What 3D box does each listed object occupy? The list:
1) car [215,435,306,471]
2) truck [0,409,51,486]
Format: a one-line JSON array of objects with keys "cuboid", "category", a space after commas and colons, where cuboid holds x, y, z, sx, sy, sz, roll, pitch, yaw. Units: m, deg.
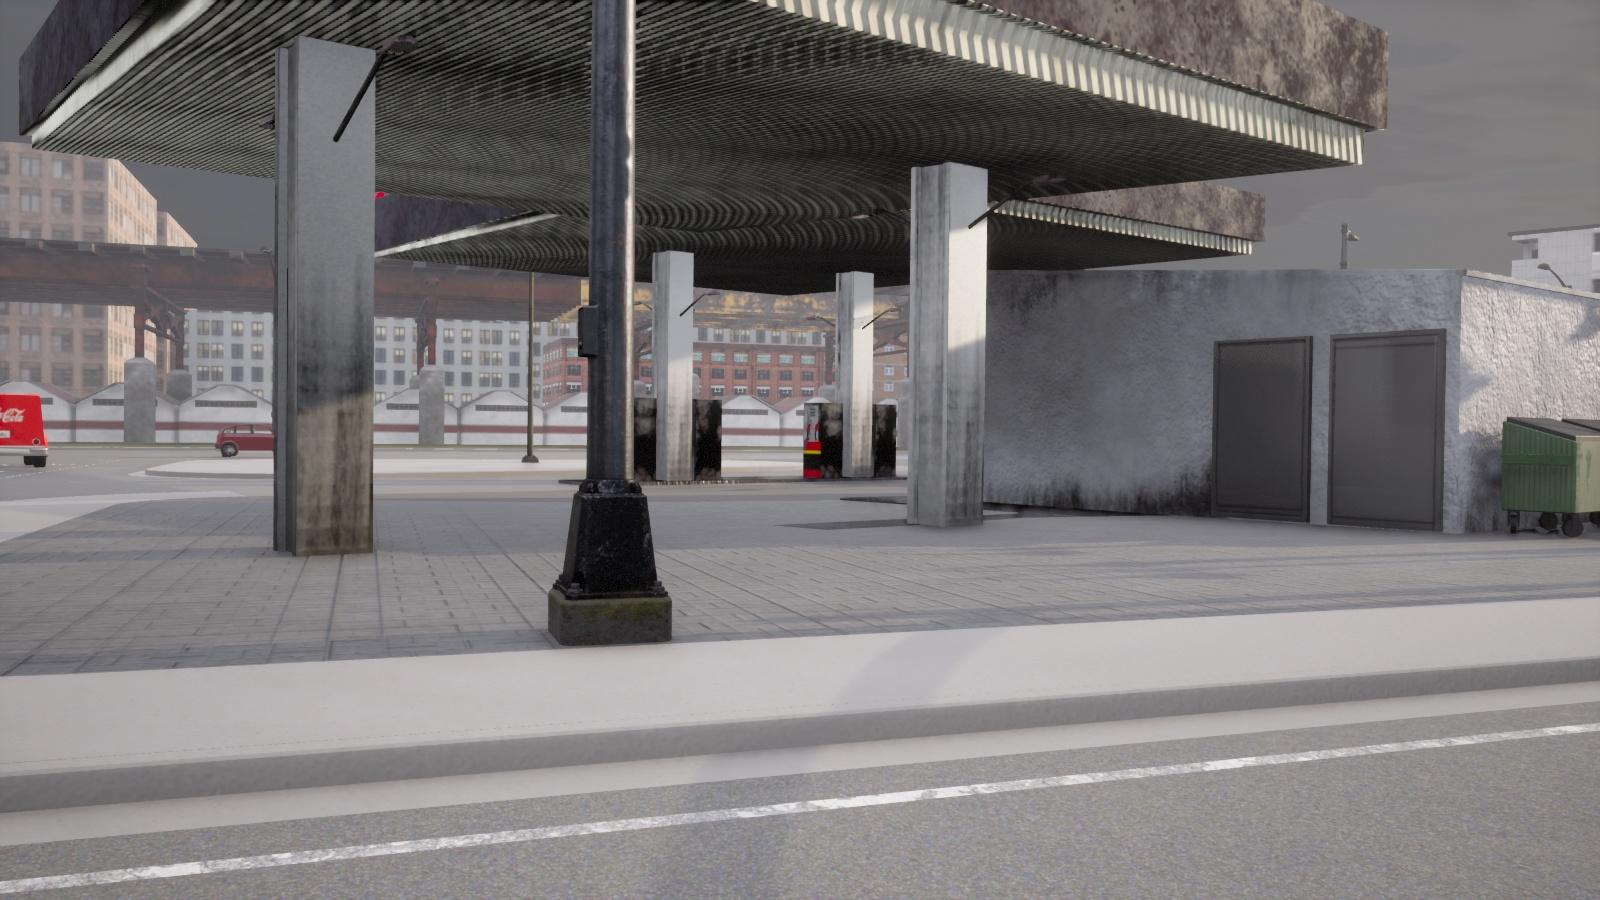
[{"cuboid": [-24.551, 0.110, 57.267, 3.705, 1.549, 1.789, -1, 1, -22], "category": "car"}, {"cuboid": [-27.017, -0.088, 42.456, 2.627, 2.467, 5.204, -1, 1, -34], "category": "truck"}]
